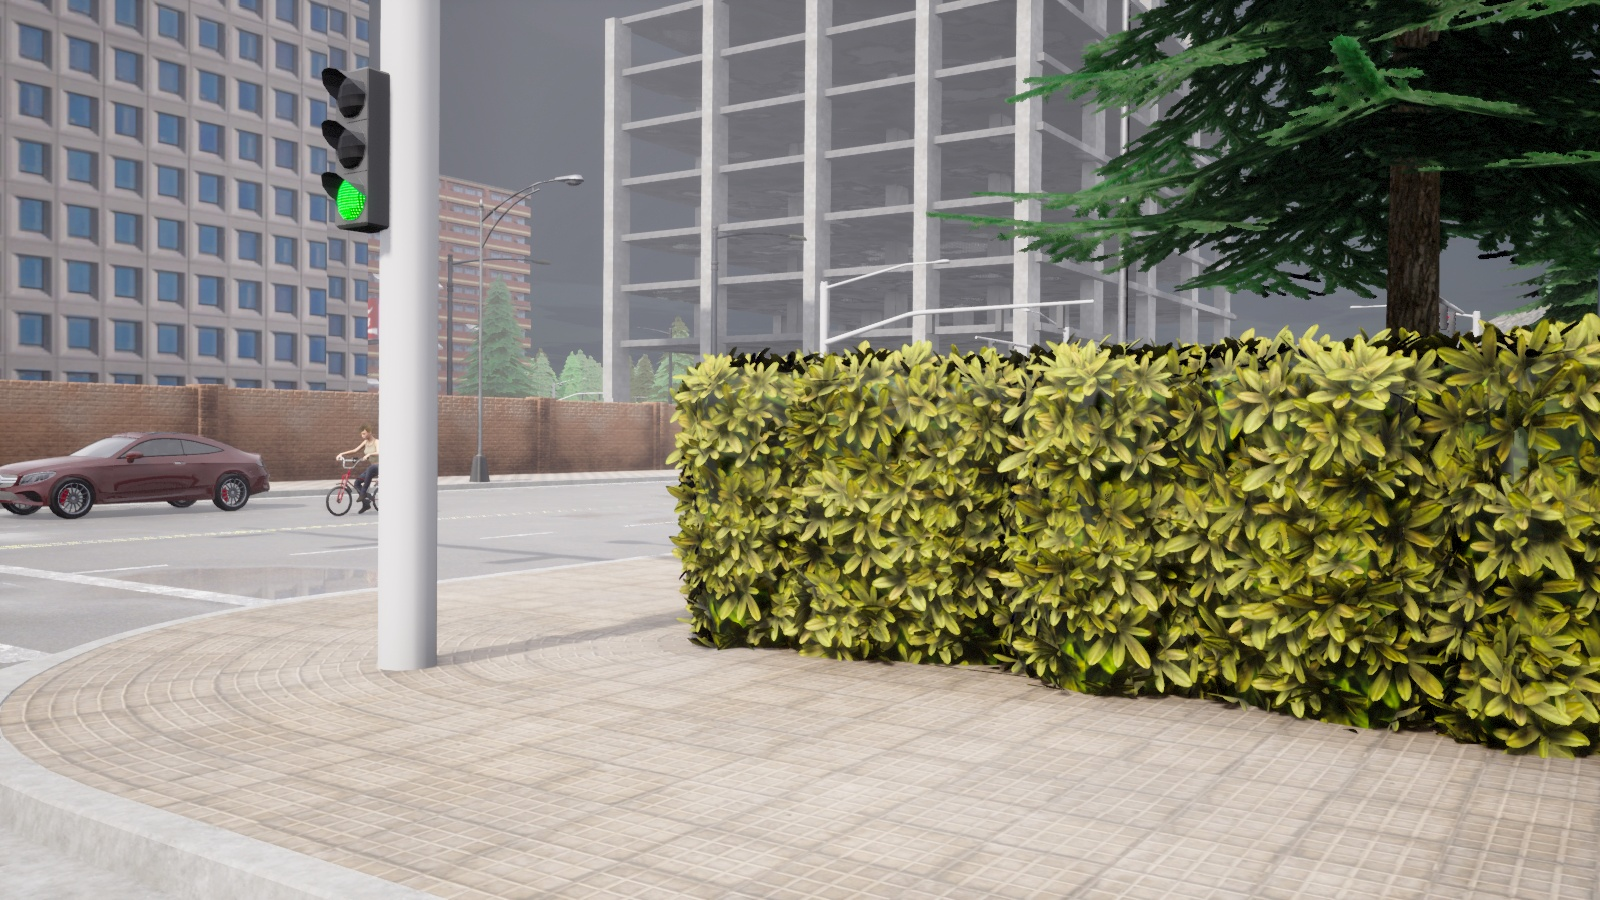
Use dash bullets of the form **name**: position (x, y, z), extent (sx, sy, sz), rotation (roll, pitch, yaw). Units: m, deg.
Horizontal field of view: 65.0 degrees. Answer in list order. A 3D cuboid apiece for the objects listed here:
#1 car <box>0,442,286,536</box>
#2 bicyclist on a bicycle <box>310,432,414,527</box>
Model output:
- **car**: position (-11.841, 0.613, 22.469), extent (1.812, 1.442, 4.674), rotation (0, 1, 33)
- **bicyclist on a bicycle**: position (-7.757, 0.489, 22.290), extent (0.866, 1.612, 1.509), rotation (0, 1, 34)
